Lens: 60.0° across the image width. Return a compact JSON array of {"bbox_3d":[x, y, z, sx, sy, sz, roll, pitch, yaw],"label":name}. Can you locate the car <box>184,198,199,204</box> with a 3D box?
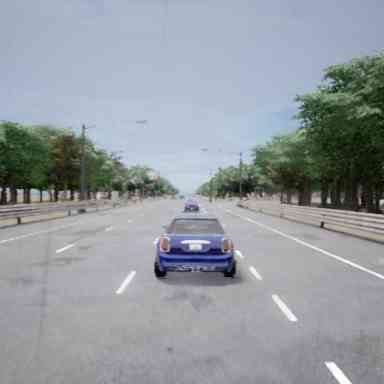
[{"bbox_3d":[-0.027,1.853,42.182,1.812,1.442,4.674,1,0,0],"label":"car"}]

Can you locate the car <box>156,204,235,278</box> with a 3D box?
[{"bbox_3d":[0.085,1.436,10.595,2.097,1.767,4.553,1,0,0],"label":"car"}]

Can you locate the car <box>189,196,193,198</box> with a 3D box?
[{"bbox_3d":[-0.130,2.146,71.371,1.895,1.301,4.718,1,0,0],"label":"car"}]
